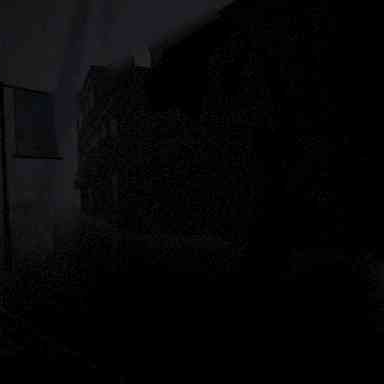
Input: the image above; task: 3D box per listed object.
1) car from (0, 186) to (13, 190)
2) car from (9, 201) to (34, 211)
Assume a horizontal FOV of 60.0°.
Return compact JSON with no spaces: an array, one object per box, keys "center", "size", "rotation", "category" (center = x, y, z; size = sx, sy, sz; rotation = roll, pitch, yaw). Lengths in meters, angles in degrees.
[{"center":[-46.765,-0.704,80.761],"size":[2.231,1.521,4.892],"rotation":[-4,-3,6],"category":"car"},{"center":[-26.773,2.106,52.206],"size":[2.128,1.511,4.902],"rotation":[-4,-1,6],"category":"car"}]
